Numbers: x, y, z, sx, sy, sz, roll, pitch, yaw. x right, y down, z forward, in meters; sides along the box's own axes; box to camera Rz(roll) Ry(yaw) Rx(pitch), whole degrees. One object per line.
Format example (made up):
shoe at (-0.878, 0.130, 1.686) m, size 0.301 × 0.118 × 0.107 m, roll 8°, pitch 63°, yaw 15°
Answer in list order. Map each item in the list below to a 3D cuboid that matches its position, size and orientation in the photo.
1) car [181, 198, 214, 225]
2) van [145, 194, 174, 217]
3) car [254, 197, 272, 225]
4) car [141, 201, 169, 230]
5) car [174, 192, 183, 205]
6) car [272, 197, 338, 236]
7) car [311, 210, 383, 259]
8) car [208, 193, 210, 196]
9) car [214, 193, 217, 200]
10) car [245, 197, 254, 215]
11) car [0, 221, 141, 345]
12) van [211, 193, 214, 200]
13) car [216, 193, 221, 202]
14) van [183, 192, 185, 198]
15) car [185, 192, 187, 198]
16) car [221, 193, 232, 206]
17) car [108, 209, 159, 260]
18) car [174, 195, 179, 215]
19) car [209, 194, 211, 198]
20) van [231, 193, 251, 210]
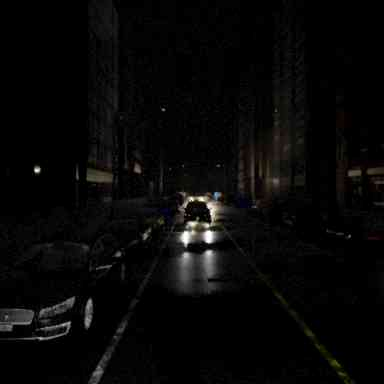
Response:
car at (0.362, 1.402, 23.365) m, size 1.837 × 1.490 × 4.892 m, roll 0°, pitch 0°, yaw 0°
van at (-2.400, 1.228, 23.323) m, size 1.690 × 1.788 × 3.998 m, roll 0°, pitch 0°, yaw 0°
car at (6.125, 1.233, 23.331) m, size 2.192 × 1.841 × 5.009 m, roll 0°, pitch 0°, yaw 0°
car at (-2.403, 1.438, 17.544) m, size 1.752 × 1.417 × 4.829 m, roll 0°, pitch 0°, yaw 0°
car at (-2.395, 1.154, 34.542) m, size 2.192 × 1.841 × 5.009 m, roll 0°, pitch 0°, yaw 0°
car at (6.123, 1.257, 17.722) m, size 2.192 × 1.841 × 5.009 m, roll 0°, pitch 0°, yaw 0°
car at (6.119, 1.548, 12.114) m, size 1.802 × 1.307 × 4.206 m, roll 0°, pitch 0°, yaw 0°
car at (6.153, 1.206, 90.642) m, size 1.947 × 1.339 × 4.313 m, roll 0°, pitch 0°, yaw 0°
car at (6.144, 1.170, 68.204) m, size 1.967 × 1.590 × 4.097 m, roll 0°, pitch 0°, yaw 0°
car at (6.127, 1.418, 29.112) m, size 1.752 × 1.417 × 4.829 m, roll 0°, pitch 0°, yaw 0°
car at (-2.408, 1.512, 6.496) m, size 2.008 × 1.369 × 4.403 m, roll 0°, pitch 0°, yaw 0°
van at (6.149, 1.026, 79.422) m, size 1.690 × 1.788 × 3.998 m, roll 0°, pitch 0°, yaw 0°
car at (6.141, 1.297, 62.596) m, size 1.887 × 1.381 × 4.507 m, roll 0°, pitch 0°, yaw 0°
van at (-2.388, 1.110, 51.370) m, size 1.690 × 1.788 × 3.998 m, roll 0°, pitch 0°, yaw 0°
car at (-2.385, 1.060, 56.979) m, size 2.192 × 1.841 × 5.009 m, roll 0°, pitch 0°, yaw 0°
car at (6.138, 1.114, 51.377) m, size 2.192 × 1.841 × 5.009 m, roll 0°, pitch 0°, yaw 0°
car at (-2.406, 1.518, 12.105) m, size 1.802 × 1.307 × 4.206 m, roll 0°, pitch 0°, yaw 0°
car at (-2.398, 1.303, 28.933) m, size 1.967 × 1.590 × 4.097 m, roll 0°, pitch 0°, yaw 0°
car at (6.151, 1.207, 85.032) m, size 1.887 × 1.381 × 4.507 m, roll 0°, pitch 0°, yaw 0°
van at (6.133, 1.187, 40.159) m, size 1.690 × 1.788 × 3.998 m, roll 0°, pitch 0°, yaw 0°
